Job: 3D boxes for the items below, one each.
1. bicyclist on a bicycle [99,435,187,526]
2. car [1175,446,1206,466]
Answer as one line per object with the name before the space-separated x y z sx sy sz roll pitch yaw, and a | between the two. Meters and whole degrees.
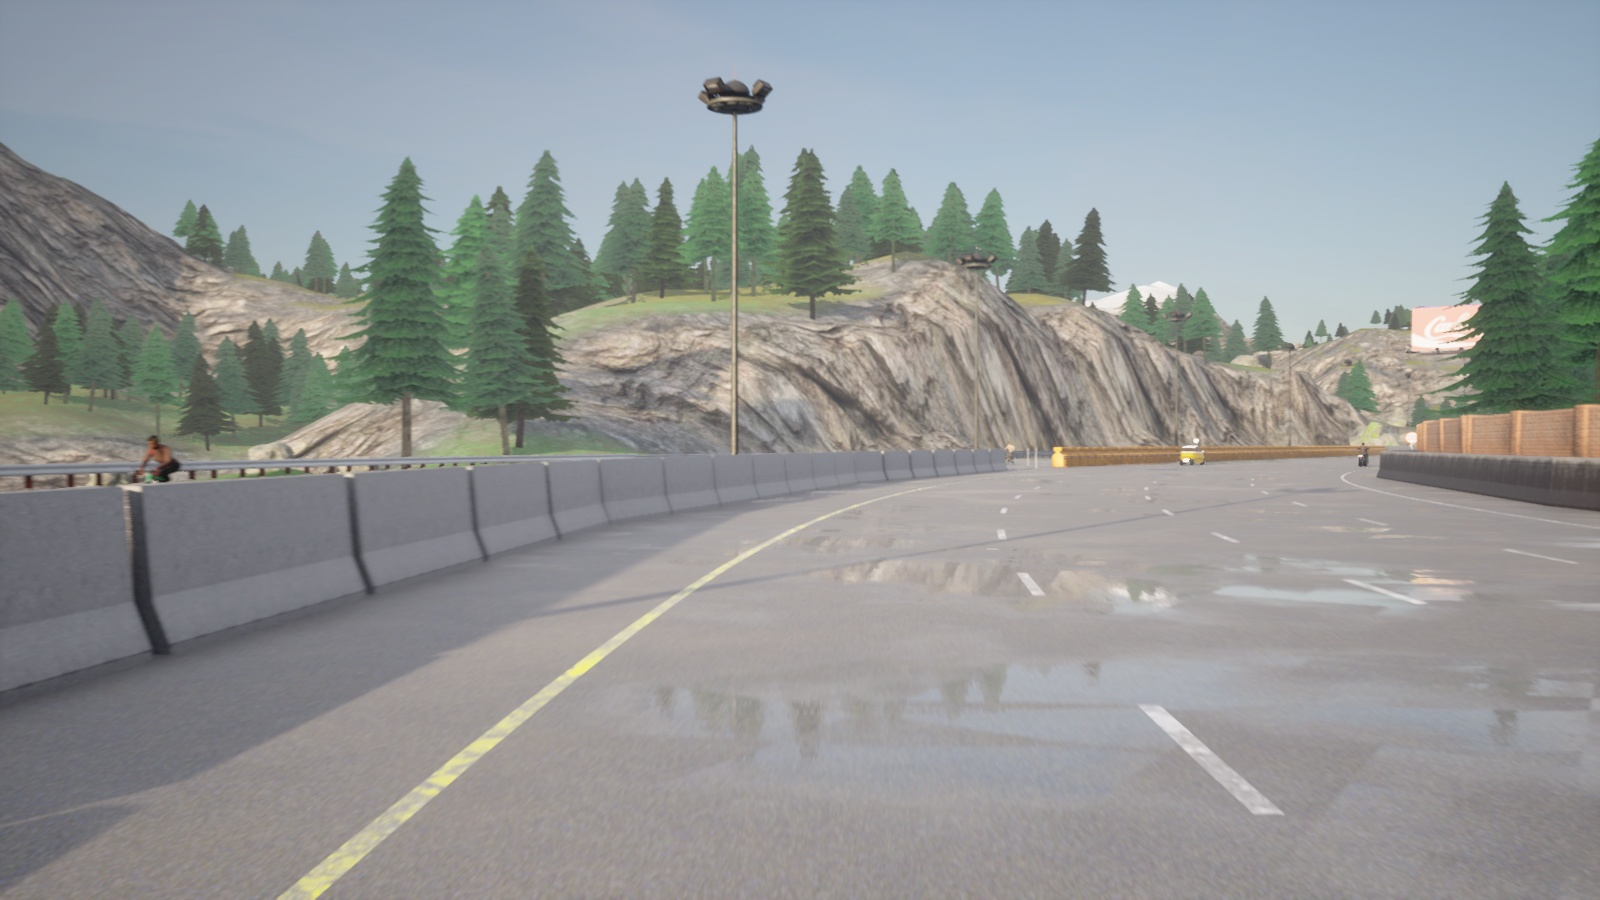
bicyclist on a bicycle | -12.182 0.531 23.318 0.582 1.620 1.656 1 1 8
car | 26.724 0.405 85.873 1.481 1.376 2.207 0 1 34
